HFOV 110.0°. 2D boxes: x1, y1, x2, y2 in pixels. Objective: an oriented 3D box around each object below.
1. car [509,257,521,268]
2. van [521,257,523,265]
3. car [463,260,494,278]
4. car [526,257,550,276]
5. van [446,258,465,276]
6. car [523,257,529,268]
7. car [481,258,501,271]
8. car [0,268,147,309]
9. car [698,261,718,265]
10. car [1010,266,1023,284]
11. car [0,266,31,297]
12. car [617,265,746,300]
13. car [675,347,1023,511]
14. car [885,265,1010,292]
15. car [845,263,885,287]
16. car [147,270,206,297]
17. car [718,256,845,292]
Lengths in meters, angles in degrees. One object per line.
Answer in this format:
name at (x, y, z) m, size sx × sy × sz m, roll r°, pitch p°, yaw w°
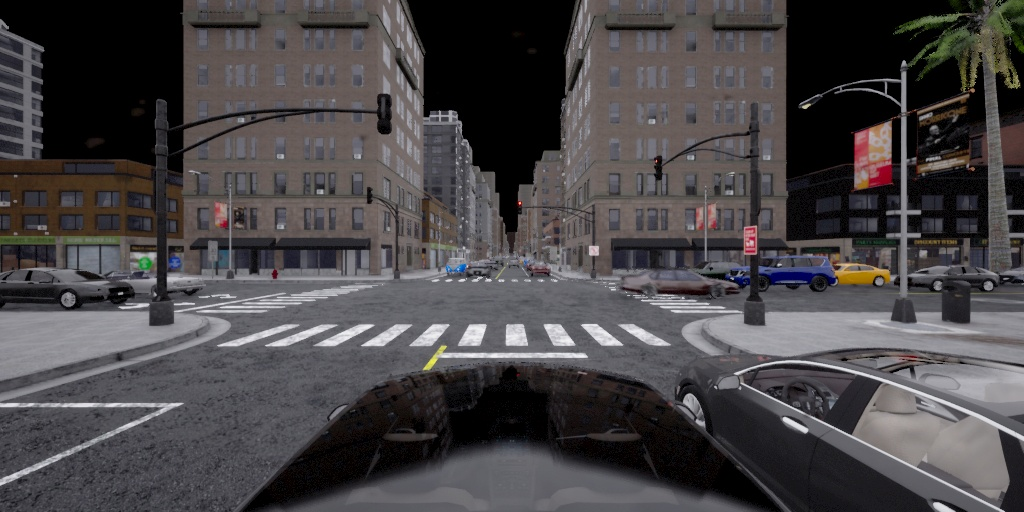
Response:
car at (0.335, 1.299, 63.305) m, size 2.033 × 1.411 × 5.357 m, roll 0°, pitch 0°, yaw 0°
van at (2.890, 1.093, 59.674) m, size 1.690 × 1.789 × 3.998 m, roll 0°, pitch 0°, yaw 0°
car at (-2.986, 1.315, 32.963) m, size 1.994 × 1.385 × 4.181 m, roll 0°, pitch 0°, yaw 0°
car at (2.799, 1.192, 36.997) m, size 1.967 × 1.591 × 4.097 m, roll 0°, pitch 0°, yaw 0°
van at (-5.727, 1.093, 37.030) m, size 1.690 × 1.789 × 3.998 m, roll 0°, pitch 0°, yaw 0°
car at (2.844, 1.193, 48.335) m, size 1.967 × 1.591 × 4.097 m, roll 0°, pitch 0°, yaw 0°
car at (-2.916, 1.317, 49.555) m, size 1.994 × 1.385 × 4.181 m, roll 0°, pitch 0°, yaw 0°
car at (-17.946, 1.232, 14.201) m, size 4.892 × 1.490 × 1.837 m, roll 0°, pitch 0°, yaw 0°
car at (13.400, 1.116, 24.330) m, size 4.553 × 1.767 × 2.097 m, roll 0°, pitch 0°, yaw 0°
car at (35.666, 1.368, 24.446) m, size 4.181 × 1.385 × 1.994 m, roll 0°, pitch 0°, yaw 0°
car at (-26.893, 1.235, 17.401) m, size 4.674 × 1.442 × 1.812 m, roll 0°, pitch 0°, yaw 0°
car at (7.966, 1.311, 17.610) m, size 5.357 × 1.411 × 2.033 m, roll 0°, pitch 0°, yaw 8°
car at (2.668, 1.300, 2.347) m, size 2.007 × 1.370 × 4.403 m, roll 0°, pitch 0°, yaw 0°
car at (25.527, 1.294, 21.150) m, size 4.892 × 1.490 × 1.837 m, roll 0°, pitch 0°, yaw 0°
car at (22.614, 1.257, 24.382) m, size 5.008 × 1.535 × 1.882 m, roll 0°, pitch 0°, yaw 0°
car at (-17.907, 1.324, 17.451) m, size 4.718 × 1.301 × 1.895 m, roll 0°, pitch 0°, yaw 0°
car at (15.704, 0.993, 21.093) m, size 5.566 × 2.045 × 2.150 m, roll 0°, pitch 0°, yaw 0°
